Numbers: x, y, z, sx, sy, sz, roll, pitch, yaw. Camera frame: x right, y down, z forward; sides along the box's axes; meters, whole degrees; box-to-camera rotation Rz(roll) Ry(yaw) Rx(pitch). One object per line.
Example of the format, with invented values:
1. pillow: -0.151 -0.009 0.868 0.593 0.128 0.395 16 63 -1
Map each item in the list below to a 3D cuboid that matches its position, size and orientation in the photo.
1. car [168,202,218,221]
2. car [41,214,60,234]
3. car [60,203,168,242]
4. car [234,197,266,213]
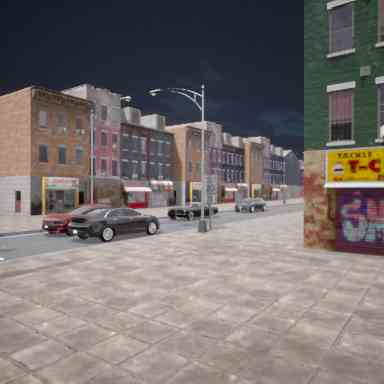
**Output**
1. car: 0.120 1.473 26.291 1.895 1.301 4.718 0 0 36
2. car: -5.664 1.403 18.203 1.882 1.535 5.008 0 0 34
3. car: -3.595 1.443 16.210 1.837 1.490 4.892 0 0 36
4. car: 6.156 1.323 34.679 1.837 1.490 4.892 0 0 36
